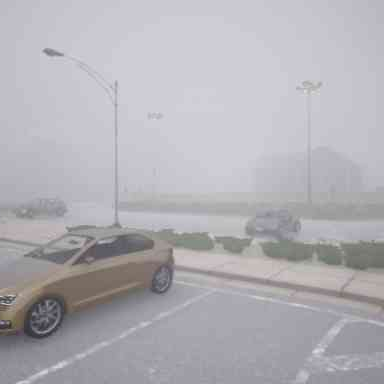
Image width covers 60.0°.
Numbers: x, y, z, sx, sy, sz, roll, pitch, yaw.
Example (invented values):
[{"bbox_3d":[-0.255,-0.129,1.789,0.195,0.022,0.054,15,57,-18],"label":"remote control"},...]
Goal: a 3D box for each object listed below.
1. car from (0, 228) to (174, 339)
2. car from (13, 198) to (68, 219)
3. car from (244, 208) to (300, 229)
[{"bbox_3d":[-2.157,1.534,6.716,1.816,1.474,4.193,0,0,36],"label":"car"},{"bbox_3d":[-13.935,1.457,30.853,1.932,1.855,4.605,0,0,36],"label":"car"},{"bbox_3d":[4.402,1.554,17.847,1.784,1.438,3.905,0,0,36],"label":"car"}]
